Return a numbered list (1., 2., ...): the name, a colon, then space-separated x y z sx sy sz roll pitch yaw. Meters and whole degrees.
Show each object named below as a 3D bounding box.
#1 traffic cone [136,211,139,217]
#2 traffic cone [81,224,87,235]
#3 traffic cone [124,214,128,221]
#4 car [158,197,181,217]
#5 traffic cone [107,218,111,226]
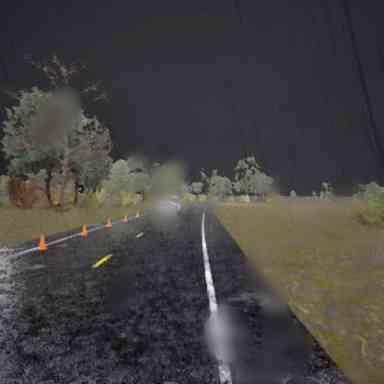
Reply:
1. traffic cone: -5.517 2.246 33.692 0.340 0.580 0.340 0 -1 2
2. traffic cone: -6.022 2.090 18.641 0.340 0.580 0.340 0 -1 1
3. traffic cone: -5.717 2.193 28.676 0.340 0.580 0.340 0 -1 2
4. car: -2.375 1.542 36.380 2.150 2.045 5.566 0 0 2
5. traffic cone: -5.885 2.140 23.659 0.340 0.580 0.340 0 -1 2
